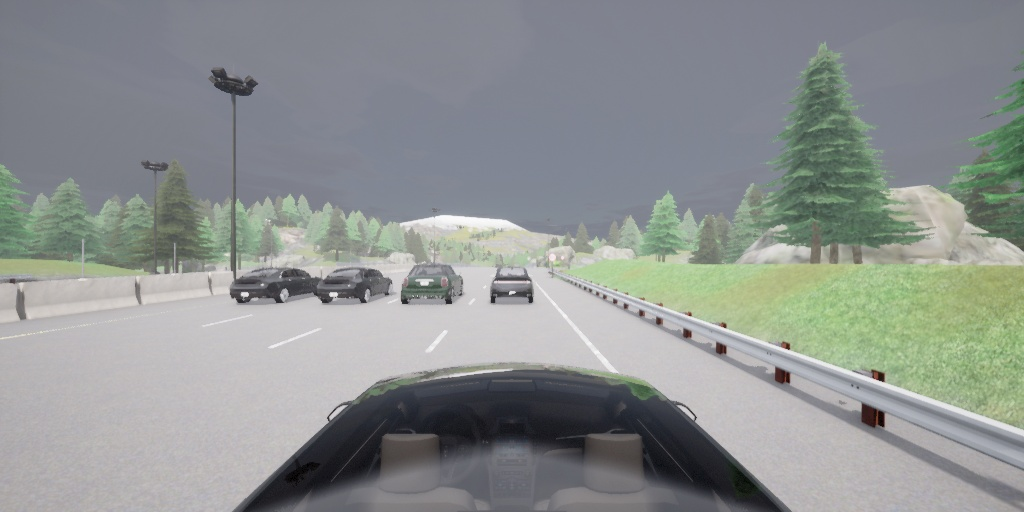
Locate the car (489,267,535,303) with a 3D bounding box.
[{"bbox_3d":[0.000,1.243,16.500,2.128,1.511,4.902,0,0,0],"label":"car"}]

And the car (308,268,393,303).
[{"bbox_3d":[-6.999,1.266,16.500,1.837,1.490,4.892,0,0,0],"label":"car"}]

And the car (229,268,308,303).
[{"bbox_3d":[-10.499,1.264,16.500,1.837,1.490,4.892,0,0,0],"label":"car"}]

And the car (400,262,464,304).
[{"bbox_3d":[-3.500,1.115,16.470,2.097,1.767,4.553,0,0,0],"label":"car"}]
